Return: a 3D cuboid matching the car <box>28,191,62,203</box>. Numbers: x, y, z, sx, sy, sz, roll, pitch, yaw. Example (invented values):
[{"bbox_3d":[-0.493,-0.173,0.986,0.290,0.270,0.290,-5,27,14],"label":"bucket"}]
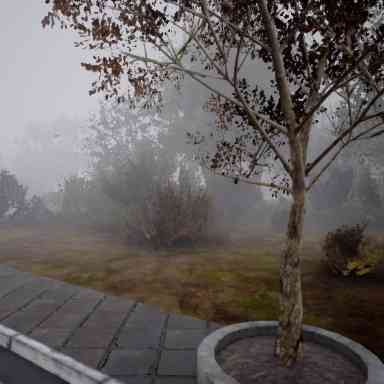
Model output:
[{"bbox_3d":[-18.325,0.943,41.817,2.150,2.045,5.566,1,0,32],"label":"car"}]
